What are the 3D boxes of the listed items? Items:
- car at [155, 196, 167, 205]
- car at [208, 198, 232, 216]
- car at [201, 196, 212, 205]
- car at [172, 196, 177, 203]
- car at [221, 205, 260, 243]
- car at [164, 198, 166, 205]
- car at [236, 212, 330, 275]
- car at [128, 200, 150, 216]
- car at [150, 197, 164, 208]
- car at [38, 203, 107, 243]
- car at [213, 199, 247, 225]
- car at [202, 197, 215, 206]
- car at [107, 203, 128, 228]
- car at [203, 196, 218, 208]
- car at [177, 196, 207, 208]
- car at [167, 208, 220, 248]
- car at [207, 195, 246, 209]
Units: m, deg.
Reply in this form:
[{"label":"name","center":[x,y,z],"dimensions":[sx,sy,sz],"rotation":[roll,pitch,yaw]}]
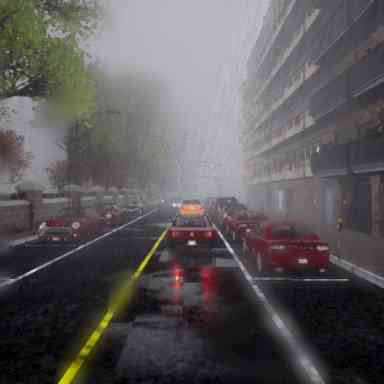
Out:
[{"label":"car","center":[-5.692,1.557,60.797],"dimensions":[1.752,1.417,4.829],"rotation":[0,0,0]},{"label":"car","center":[2.689,1.447,32.816],"dimensions":[1.967,1.590,4.097],"rotation":[0,0,0]},{"label":"car","center":[2.688,1.558,61.138],"dimensions":[1.752,1.417,4.829],"rotation":[0,0,0]},{"label":"car","center":[-3.005,1.511,68.753],"dimensions":[2.128,1.511,4.902],"rotation":[0,0,0]},{"label":"car","center":[2.689,1.545,15.926],"dimensions":[1.887,1.381,4.507],"rotation":[0,0,0]},{"label":"car","center":[-5.691,1.576,55.336],"dimensions":[2.008,1.369,4.403],"rotation":[0,0,0]},{"label":"car","center":[2.690,1.543,10.295],"dimensions":[1.887,1.381,4.507],"rotation":[0,0,0]},{"label":"car","center":[-5.691,1.558,32.815],"dimensions":[2.008,1.369,4.403],"rotation":[0,0,0]},{"label":"car","center":[-5.692,1.544,49.536],"dimensions":[1.752,1.417,4.829],"rotation":[0,0,0]},{"label":"car","center":[-5.692,1.440,15.925],"dimensions":[1.967,1.590,4.097],"rotation":[0,0,0]},{"label":"car","center":[2.689,1.442,21.555],"dimensions":[1.967,1.590,4.097],"rotation":[0,0,0]},{"label":"car","center":[2.689,1.591,55.337],"dimensions":[1.947,1.339,4.313],"rotation":[0,0,0]},{"label":"car","center":[-5.692,1.442,21.553],"dimensions":[1.967,1.590,4.097],"rotation":[0,0,0]},{"label":"car","center":[2.688,1.460,49.706],"dimensions":[1.967,1.590,4.097],"rotation":[0,0,0]},{"label":"car","center":[0.000,1.373,29.621],"dimensions":[2.097,1.767,4.553],"rotation":[0,0,0]},{"label":"car","center":[0.000,1.617,14.681],"dimensions":[1.895,1.301,4.718],"rotation":[0,0,0]},{"label":"car","center":[2.688,1.320,27.185],"dimensions":[2.192,1.841,5.009],"rotation":[0,0,0]}]
